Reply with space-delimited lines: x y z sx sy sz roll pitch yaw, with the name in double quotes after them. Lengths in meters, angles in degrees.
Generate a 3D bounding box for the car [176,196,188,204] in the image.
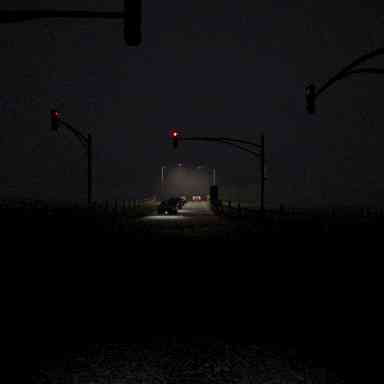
-1.923 1.581 63.820 1.994 1.385 4.181 0 0 2 "car"

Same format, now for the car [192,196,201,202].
1.066 1.617 75.962 1.895 1.301 4.718 0 0 1 "car"

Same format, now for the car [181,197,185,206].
-2.265 1.514 43.968 1.837 1.490 4.892 0 0 1 "car"

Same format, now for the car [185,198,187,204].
-2.122 1.560 53.815 2.033 1.411 5.357 0 0 1 "car"

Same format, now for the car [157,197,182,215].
-2.414 1.554 34.190 2.033 1.411 5.357 0 0 0 "car"
